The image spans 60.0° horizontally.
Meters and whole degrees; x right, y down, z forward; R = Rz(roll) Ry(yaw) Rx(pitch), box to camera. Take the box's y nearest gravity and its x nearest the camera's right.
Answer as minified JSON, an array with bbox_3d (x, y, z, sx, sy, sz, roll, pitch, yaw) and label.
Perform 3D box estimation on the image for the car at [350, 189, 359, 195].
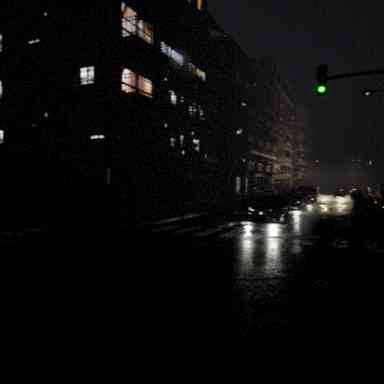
[{"bbox_3d":[39.278,-0.083,80.600,1.887,1.381,4.507,1,1,25],"label":"car"}]

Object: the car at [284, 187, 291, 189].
[{"bbox_3d":[12.448,0.262,43.220,2.192,1.841,5.009,1,1,25],"label":"car"}]

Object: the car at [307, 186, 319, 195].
[{"bbox_3d":[26.890,-0.334,73.877,2.192,1.841,5.009,1,1,25],"label":"car"}]

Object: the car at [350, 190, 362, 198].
[{"bbox_3d":[29.650,0.311,60.162,1.887,1.381,4.507,1,1,25],"label":"car"}]

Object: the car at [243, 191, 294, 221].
[{"bbox_3d":[5.010,0.929,21.333,1.837,1.490,4.892,2,2,25],"label":"car"}]

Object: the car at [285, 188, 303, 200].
[{"bbox_3d":[14.854,0.287,48.331,1.967,1.590,4.097,1,1,25],"label":"car"}]

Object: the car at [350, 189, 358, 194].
[{"bbox_3d":[41.685,-0.144,85.710,1.802,1.307,4.206,1,1,25],"label":"car"}]

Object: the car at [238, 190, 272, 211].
[{"bbox_3d":[5.226,0.793,27.896,1.887,1.381,4.507,1,1,25],"label":"car"}]

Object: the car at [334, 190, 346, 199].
[{"bbox_3d":[25.144,0.339,56.563,2.033,1.411,5.357,2,2,25],"label":"car"}]

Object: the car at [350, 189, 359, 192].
[{"bbox_3d":[24.836,0.516,49.943,2.008,1.369,4.403,1,1,25],"label":"car"}]

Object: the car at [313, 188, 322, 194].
[{"bbox_3d":[31.703,-0.264,84.101,1.802,1.307,4.206,1,1,25],"label":"car"}]

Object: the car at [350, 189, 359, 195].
[{"bbox_3d":[36.944,-0.008,75.644,1.752,1.417,4.829,1,1,25],"label":"car"}]

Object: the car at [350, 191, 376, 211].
[{"bbox_3d":[15.207,0.910,29.505,1.887,1.381,4.507,1,1,25],"label":"car"}]

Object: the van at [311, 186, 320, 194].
[{"bbox_3d":[29.297,-0.407,78.986,1.690,1.788,3.998,1,1,25],"label":"van"}]

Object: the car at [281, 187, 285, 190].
[{"bbox_3d":[7.633,0.587,33.003,1.967,1.590,4.097,1,1,25],"label":"car"}]

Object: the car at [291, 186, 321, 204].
[{"bbox_3d":[13.589,0.288,39.504,2.150,2.045,5.566,2,2,25],"label":"car"}]

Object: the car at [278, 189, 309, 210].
[{"bbox_3d":[9.169,0.775,30.155,1.812,1.442,4.674,2,2,25],"label":"car"}]
